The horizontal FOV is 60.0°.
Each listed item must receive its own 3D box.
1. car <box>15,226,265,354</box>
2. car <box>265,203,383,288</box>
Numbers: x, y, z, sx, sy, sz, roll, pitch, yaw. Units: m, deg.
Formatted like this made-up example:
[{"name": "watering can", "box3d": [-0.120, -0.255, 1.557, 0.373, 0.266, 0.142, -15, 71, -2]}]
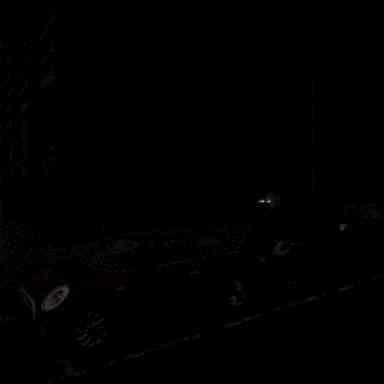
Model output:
[{"name": "car", "box3d": [-0.896, 1.421, 6.015, 4.097, 1.590, 1.967, -1, 0, -36]}, {"name": "car", "box3d": [3.691, 1.256, 9.290, 5.009, 1.841, 2.192, -1, 0, -36]}]
